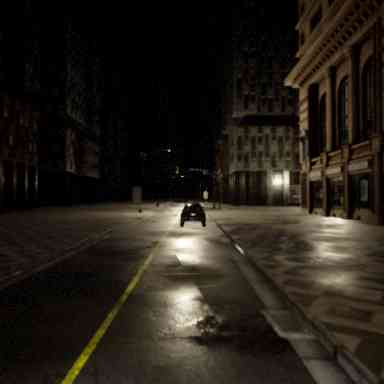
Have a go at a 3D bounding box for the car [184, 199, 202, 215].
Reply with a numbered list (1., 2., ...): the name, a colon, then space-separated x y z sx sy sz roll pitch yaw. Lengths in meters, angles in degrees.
1. car: 0.069 1.807 40.706 2.097 1.767 4.553 0 -1 0

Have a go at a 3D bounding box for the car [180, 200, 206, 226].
1. car: 0.078 1.726 26.271 2.033 1.649 4.856 0 -1 0
